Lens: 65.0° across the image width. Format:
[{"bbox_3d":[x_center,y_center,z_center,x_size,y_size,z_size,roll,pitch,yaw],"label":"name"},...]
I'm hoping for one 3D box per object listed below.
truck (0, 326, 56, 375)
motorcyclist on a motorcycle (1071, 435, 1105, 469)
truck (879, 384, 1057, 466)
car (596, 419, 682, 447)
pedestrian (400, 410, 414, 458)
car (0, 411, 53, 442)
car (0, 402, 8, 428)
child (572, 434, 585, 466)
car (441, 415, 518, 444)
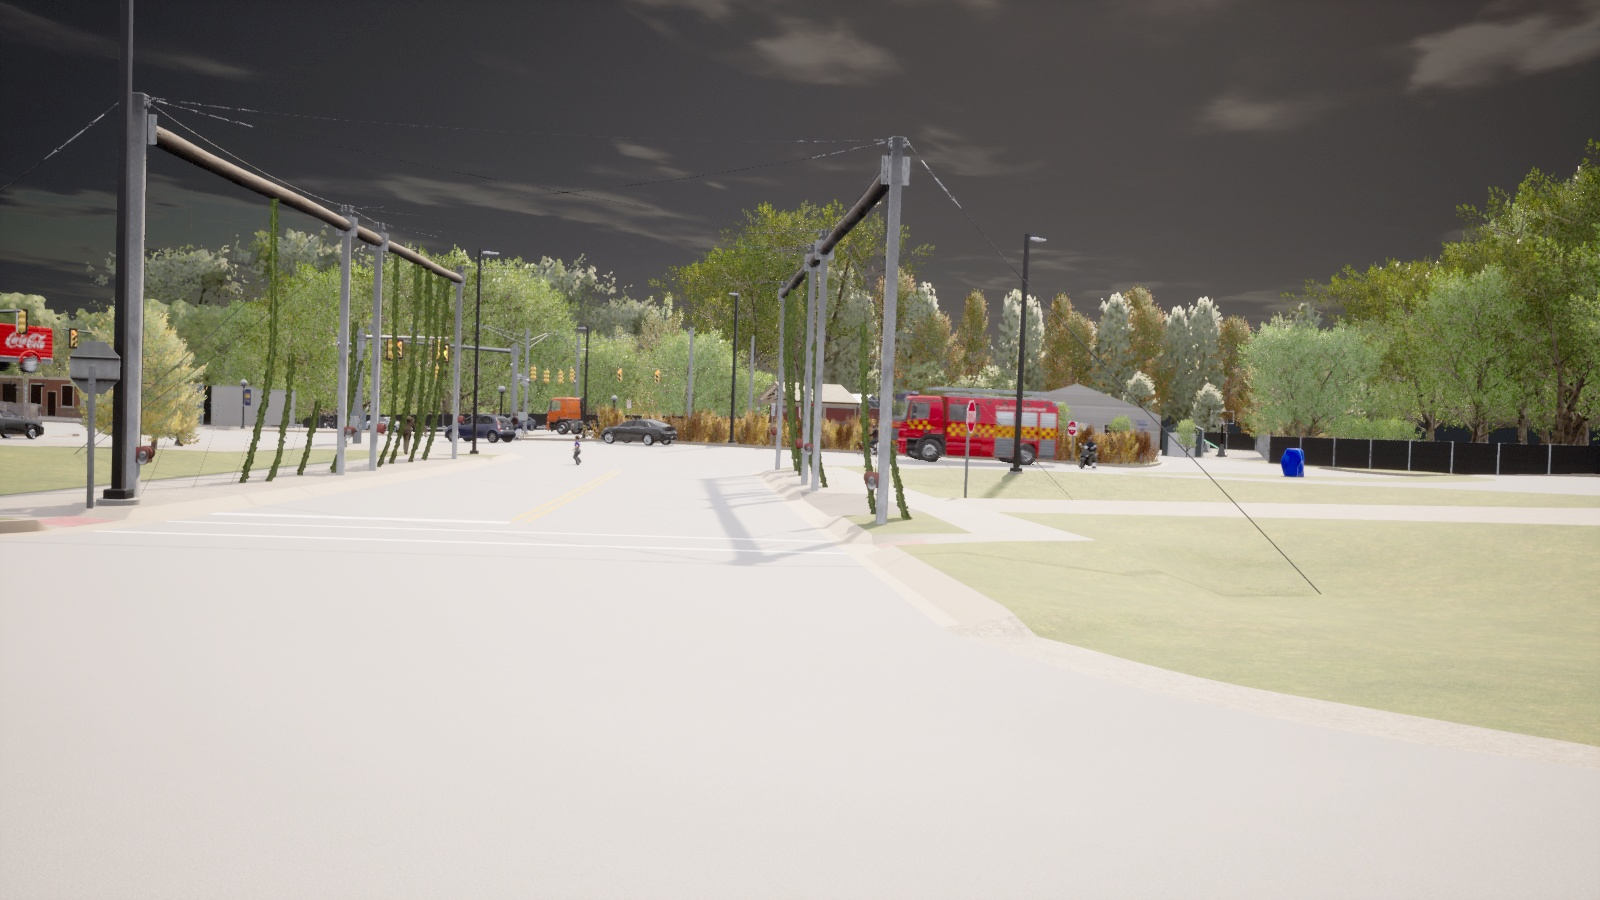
[{"bbox_3d":[-43.559,-5.455,67.793,2.627,2.467,5.204,5,3,21],"label":"truck"},{"bbox_3d":[14.124,0.090,61.521,0.866,1.590,1.817,5,3,37],"label":"motorcyclist on a motorcycle"},{"bbox_3d":[8.622,-1.292,64.819,8.468,3.827,2.891,2,2,-10],"label":"truck"},{"bbox_3d":[-9.371,-1.016,72.964,4.892,1.490,1.837,2,3,31],"label":"car"},{"bbox_3d":[-16.142,-0.671,51.579,0.396,1.930,0.692,2,2,-9],"label":"pedestrian"},{"bbox_3d":[-39.784,-1.176,61.957,2.128,1.511,4.902,2,1,16],"label":"car"},{"bbox_3d":[-53.720,-2.289,80.729,5.027,1.651,2.152,2,2,21],"label":"car"},{"bbox_3d":[-8.997,-0.010,50.975,0.437,1.263,0.270,2,2,7],"label":"child"},{"bbox_3d":[-18.549,-1.212,72.721,3.988,1.617,1.851,1,2,20],"label":"car"}]
